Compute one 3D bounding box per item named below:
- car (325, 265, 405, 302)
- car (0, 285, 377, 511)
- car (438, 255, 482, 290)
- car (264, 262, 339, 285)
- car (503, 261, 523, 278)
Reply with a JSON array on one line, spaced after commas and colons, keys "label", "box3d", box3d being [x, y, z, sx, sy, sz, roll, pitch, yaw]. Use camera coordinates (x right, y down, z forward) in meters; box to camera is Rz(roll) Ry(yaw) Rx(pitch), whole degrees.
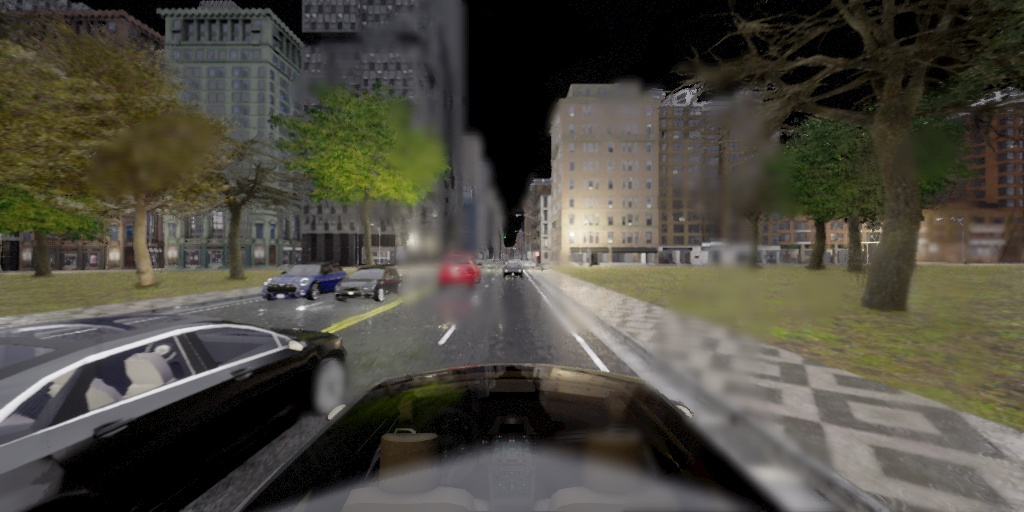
[{"label": "car", "box3d": [-6.511, 1.265, 16.932, 1.837, 1.490, 4.892, 0, 0, 0]}, {"label": "car", "box3d": [-3.151, 1.241, 2.999, 2.128, 1.511, 4.902, 0, 0, 0]}, {"label": "car", "box3d": [-3.157, 0.981, 22.663, 2.150, 2.045, 5.566, 0, 0, 0]}, {"label": "car", "box3d": [-9.757, 1.104, 17.376, 2.097, 1.767, 4.553, 0, 0, 0]}, {"label": "car", "box3d": [0.091, 1.376, 34.446, 1.895, 1.301, 4.718, 0, 0, 0]}]
